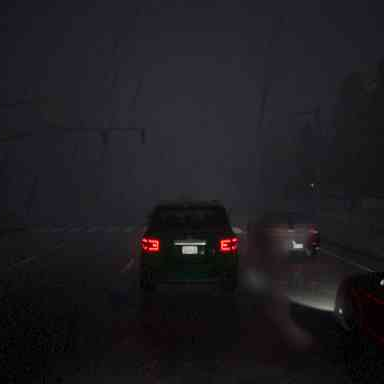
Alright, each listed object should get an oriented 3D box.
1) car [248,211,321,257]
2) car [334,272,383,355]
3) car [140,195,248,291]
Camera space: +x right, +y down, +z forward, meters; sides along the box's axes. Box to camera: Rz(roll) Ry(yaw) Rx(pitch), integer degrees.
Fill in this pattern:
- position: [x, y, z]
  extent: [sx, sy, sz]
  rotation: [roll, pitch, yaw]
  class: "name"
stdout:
- position: [3.342, 1.492, 12.911]
  extent: [2.128, 1.511, 4.902]
  rotation: [0, 0, 0]
  class: "car"
- position: [3.428, 1.564, 4.003]
  extent: [1.994, 1.385, 4.181]
  rotation: [0, 0, -1]
  class: "car"
- position: [-0.093, 1.221, 9.156]
  extent: [2.150, 2.045, 5.566]
  rotation: [0, 0, -1]
  class: "car"
